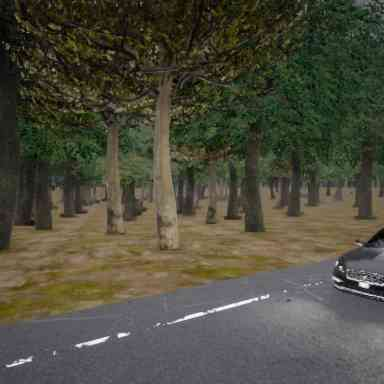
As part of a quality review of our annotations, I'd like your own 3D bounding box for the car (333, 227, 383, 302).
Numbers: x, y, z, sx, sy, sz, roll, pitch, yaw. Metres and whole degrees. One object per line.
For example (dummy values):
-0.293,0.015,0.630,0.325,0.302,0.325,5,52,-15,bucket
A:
5.233,1.509,7.707,4.892,1.490,1.837,0,0,-35,car
